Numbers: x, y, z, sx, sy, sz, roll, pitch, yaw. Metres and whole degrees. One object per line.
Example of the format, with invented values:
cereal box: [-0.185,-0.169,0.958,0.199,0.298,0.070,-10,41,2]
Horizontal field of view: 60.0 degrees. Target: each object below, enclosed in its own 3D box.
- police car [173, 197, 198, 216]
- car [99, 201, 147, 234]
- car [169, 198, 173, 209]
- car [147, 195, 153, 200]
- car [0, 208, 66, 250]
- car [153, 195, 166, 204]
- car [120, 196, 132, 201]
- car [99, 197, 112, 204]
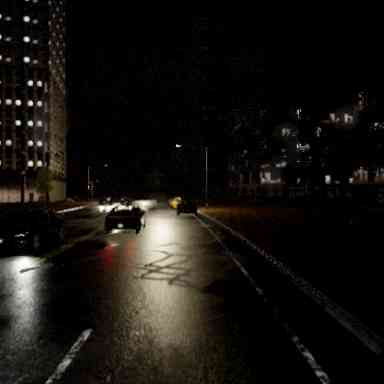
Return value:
police car: [-0.582,1.422,32.845,1.930,1.638,5.238,0,0,-5]
car: [-3.764,1.490,19.305,2.128,1.511,4.902,0,0,-3]
car: [-1.655,1.454,43.028,1.801,1.575,5.366,0,0,-7]
car: [-10.658,1.415,87.617,1.812,1.442,4.674,0,0,-14]
car: [-6.974,1.506,14.295,1.837,1.490,4.892,0,0,-3]
car: [-6.006,1.561,65.821,2.033,1.411,5.357,0,0,-11]
car: [-11.184,1.499,56.653,2.128,1.511,4.902,0,0,-8]
car: [-14.217,1.502,54.950,2.128,1.511,4.902,0,0,-8]
